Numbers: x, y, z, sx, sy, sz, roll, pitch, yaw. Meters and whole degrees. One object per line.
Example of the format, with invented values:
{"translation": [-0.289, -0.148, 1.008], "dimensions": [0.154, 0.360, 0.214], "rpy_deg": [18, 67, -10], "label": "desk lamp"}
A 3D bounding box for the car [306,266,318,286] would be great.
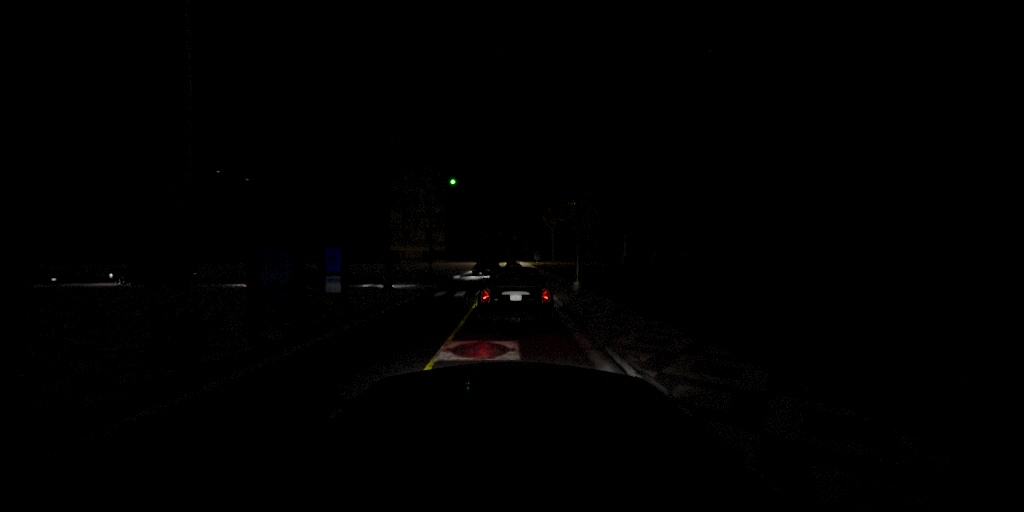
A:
{"translation": [-14.538, 1.222, 23.808], "dimensions": [4.902, 1.511, 2.128], "rpy_deg": [0, 0, 2], "label": "car"}

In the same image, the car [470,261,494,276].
{"translation": [-3.098, 1.299, 37.916], "dimensions": [2.033, 1.411, 5.357], "rpy_deg": [0, 0, 0], "label": "car"}

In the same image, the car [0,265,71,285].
{"translation": [-33.149, 1.280, 24.286], "dimensions": [4.718, 1.301, 1.895], "rpy_deg": [0, 0, 1], "label": "car"}

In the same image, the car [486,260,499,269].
{"translation": [-3.074, 1.306, 57.747], "dimensions": [1.994, 1.385, 4.181], "rpy_deg": [0, 0, -1], "label": "car"}

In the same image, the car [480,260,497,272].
{"translation": [-3.090, 1.252, 47.702], "dimensions": [1.837, 1.490, 4.892], "rpy_deg": [0, 0, 0], "label": "car"}

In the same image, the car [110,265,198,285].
{"translation": [-23.911, 1.196, 24.046], "dimensions": [4.902, 1.511, 2.128], "rpy_deg": [0, 0, 1], "label": "car"}

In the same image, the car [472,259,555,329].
{"translation": [0.099, 1.107, 11.483], "dimensions": [2.097, 1.767, 4.553], "rpy_deg": [0, 0, 0], "label": "car"}

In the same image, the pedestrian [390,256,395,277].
{"translation": [-10.082, 0.838, 29.929], "dimensions": [0.375, 1.860, 0.375], "rpy_deg": [0, 0, 1], "label": "pedestrian"}

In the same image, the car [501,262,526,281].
{"translation": [0.102, 1.301, 31.792], "dimensions": [2.033, 1.411, 5.357], "rpy_deg": [0, 0, 0], "label": "car"}
